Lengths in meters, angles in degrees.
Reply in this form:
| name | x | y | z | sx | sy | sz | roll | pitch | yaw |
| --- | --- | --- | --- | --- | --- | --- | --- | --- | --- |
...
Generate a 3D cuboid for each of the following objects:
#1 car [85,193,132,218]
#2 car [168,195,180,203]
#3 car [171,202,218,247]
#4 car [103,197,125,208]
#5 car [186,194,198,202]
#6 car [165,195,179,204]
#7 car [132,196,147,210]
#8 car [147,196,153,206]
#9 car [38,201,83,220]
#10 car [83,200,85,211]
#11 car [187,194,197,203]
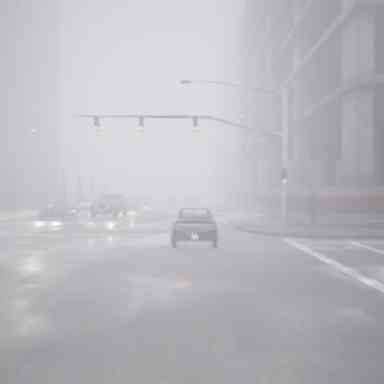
| name | x | y | z | sx | sy | sz | roll | pitch | yaw |
| --- | --- | --- | --- | --- | --- | --- | --- | --- | --- |
| car | -7.083 | 1.109 | 28.942 | 2.150 | 2.045 | 5.566 | 0 | 0 | 1 |
| car | -3.492 | 1.266 | 64.981 | 2.033 | 1.411 | 5.357 | 0 | 0 | 0 |
| car | 0.102 | 1.420 | 14.596 | 2.128 | 1.511 | 4.902 | 0 | 0 | 0 |
| car | -10.526 | 1.411 | 45.100 | 1.895 | 1.301 | 4.718 | 0 | 0 | 1 |
| car | 0.007 | 1.363 | 55.936 | 1.895 | 1.301 | 4.718 | 0 | 0 | 0 |
| car | -3.493 | 1.269 | 55.278 | 1.837 | 1.490 | 4.892 | 0 | 0 | 0 |
| car | -7.069 | 1.331 | 39.157 | 2.128 | 1.511 | 4.902 | 0 | 0 | 0 |
| car | -6.994 | 1.337 | 49.722 | 2.033 | 1.411 | 5.357 | 0 | 0 | 0 |
| car | -10.594 | 1.461 | 26.600 | 1.994 | 1.385 | 4.181 | 0 | 0 | 0 |
| car | -10.581 | 1.382 | 35.244 | 1.812 | 1.442 | 4.674 | 0 | 0 | 0 |
| car | 0.008 | 1.197 | 64.980 | 1.882 | 1.535 | 5.008 | 0 | 0 | 0 |
